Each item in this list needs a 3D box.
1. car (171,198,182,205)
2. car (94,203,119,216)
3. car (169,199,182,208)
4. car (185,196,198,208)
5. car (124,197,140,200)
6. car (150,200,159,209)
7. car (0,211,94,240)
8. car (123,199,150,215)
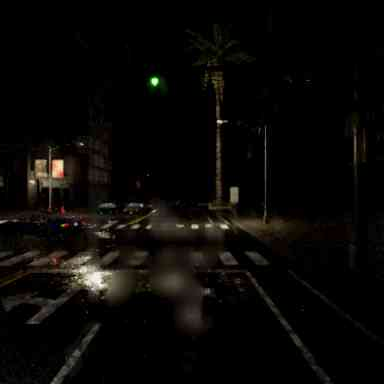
[{"bbox_3d":[-3.261,2.111,71.896,2.033,1.411,5.357,0,-1,0],"label":"car"},{"bbox_3d":[-9.848,1.971,38.346,1.895,1.301,4.718,0,-1,0],"label":"car"},{"bbox_3d":[-3.260,2.186,61.889,1.994,1.385,4.181,0,-1,0],"label":"car"},{"bbox_3d":[-0.010,1.840,61.507,2.150,2.045,5.566,0,-1,0],"label":"car"},{"bbox_3d":[-9.807,1.768,55.022,2.150,2.045,5.566,0,-1,0],"label":"car"},{"bbox_3d":[-6.565,2.069,54.793,1.812,1.442,4.674,0,-1,0],"label":"car"},{"bbox_3d":[-8.334,1.719,18.086,5.357,1.411,2.033,0,-1,22],"label":"car"},{"bbox_3d":[-6.599,1.921,38.663,2.033,1.411,5.357,0,-1,0],"label":"car"}]
